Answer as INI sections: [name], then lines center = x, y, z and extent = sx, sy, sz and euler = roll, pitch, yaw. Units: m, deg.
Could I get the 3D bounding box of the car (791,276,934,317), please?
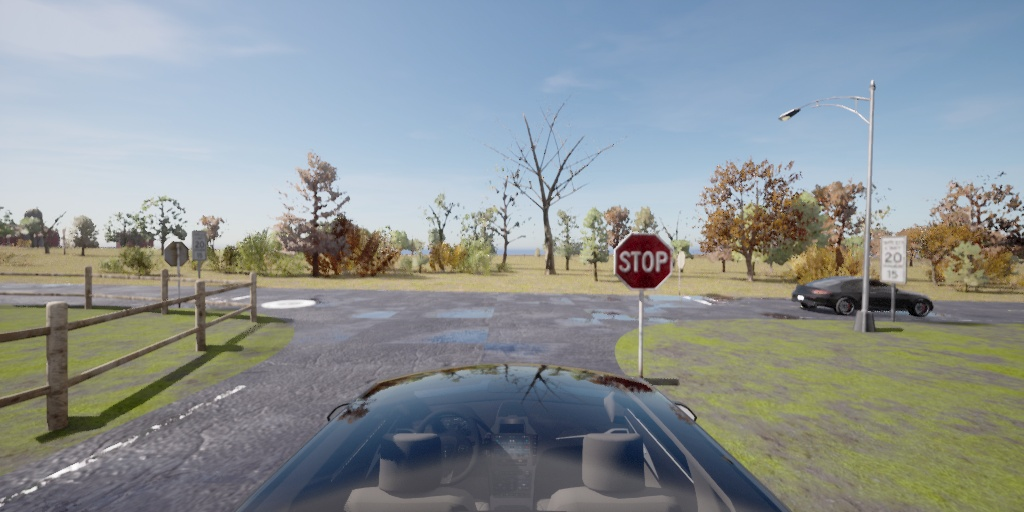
[car]
center = 13.931, 1.562, 14.422
extent = 4.674, 1.442, 1.812
euler = 1, 1, 0
